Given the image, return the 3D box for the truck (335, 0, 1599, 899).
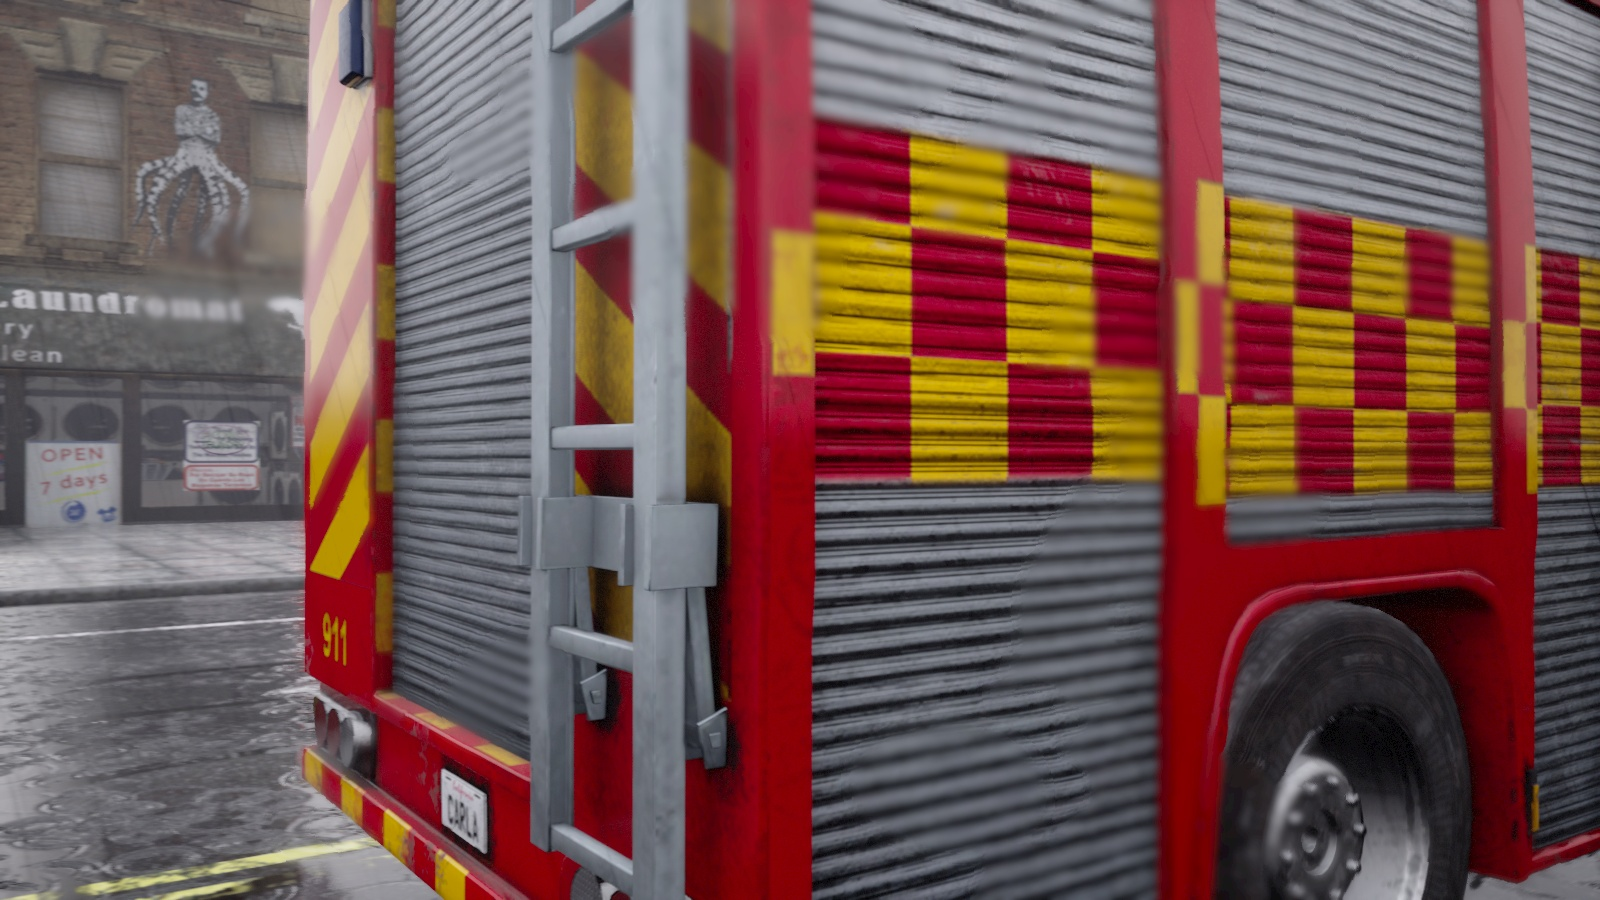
[{"bbox_3d":[2.704,-0.412,5.545,8.468,3.827,2.891,0,0,-35],"label":"truck"}]
